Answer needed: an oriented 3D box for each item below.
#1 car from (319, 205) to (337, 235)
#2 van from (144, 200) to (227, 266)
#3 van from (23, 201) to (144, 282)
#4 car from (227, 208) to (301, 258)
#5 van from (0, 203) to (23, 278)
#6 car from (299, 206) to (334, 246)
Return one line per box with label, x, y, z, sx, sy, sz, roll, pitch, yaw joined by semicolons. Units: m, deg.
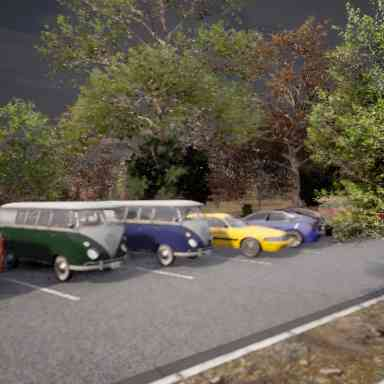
car;5.889;1.529;16.551;4.792;1.488;2.163;-1;-1;34
van;-1.310;1.275;11.321;4.442;1.987;1.878;-1;-1;35
van;-3.735;1.276;9.590;4.442;1.987;1.878;-1;-1;35
car;1.172;1.496;13.004;5.366;1.575;1.946;-1;-1;35
van;-6.158;1.278;7.861;4.442;1.987;1.878;-1;-1;35
car;3.414;1.531;14.850;4.792;1.488;2.163;-1;-1;35
